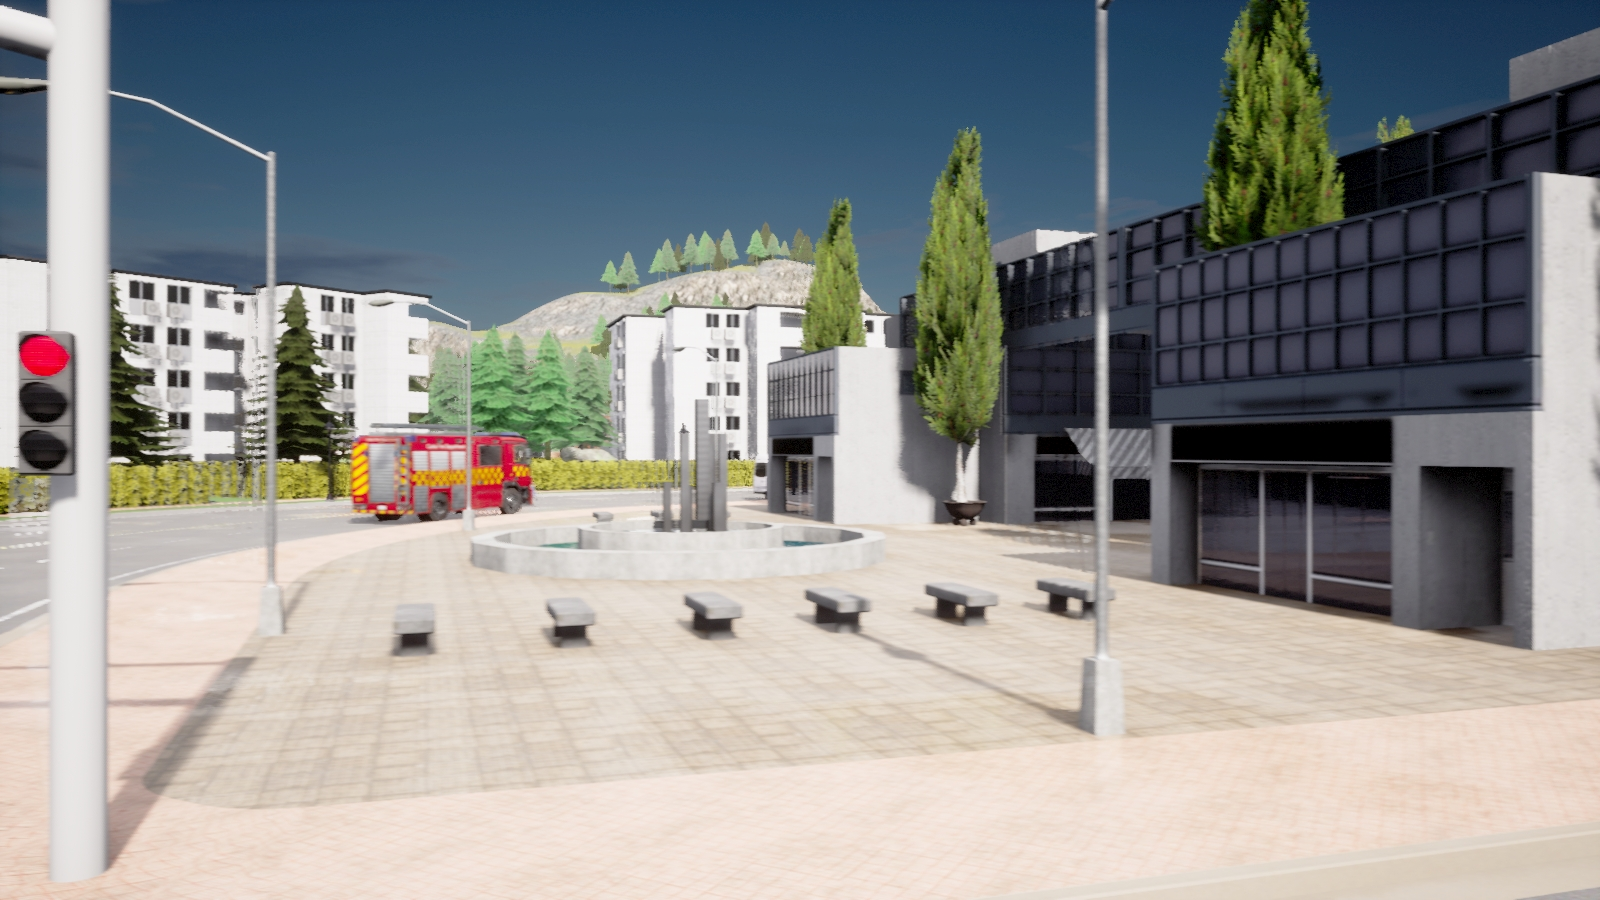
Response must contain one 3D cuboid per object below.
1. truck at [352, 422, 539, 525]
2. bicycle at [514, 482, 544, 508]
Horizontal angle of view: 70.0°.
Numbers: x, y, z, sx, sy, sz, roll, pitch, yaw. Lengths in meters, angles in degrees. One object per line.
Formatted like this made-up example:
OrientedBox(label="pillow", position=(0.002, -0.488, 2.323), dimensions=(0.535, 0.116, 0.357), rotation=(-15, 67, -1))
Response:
OrientedBox(label="truck", position=(-14.309, 0.886, 47.067), dimensions=(2.891, 3.827, 8.468), rotation=(0, 0, 19))
OrientedBox(label="bicycle", position=(-13.355, 2.201, 56.288), dimensions=(0.373, 1.196, 1.643), rotation=(0, 0, 33))
